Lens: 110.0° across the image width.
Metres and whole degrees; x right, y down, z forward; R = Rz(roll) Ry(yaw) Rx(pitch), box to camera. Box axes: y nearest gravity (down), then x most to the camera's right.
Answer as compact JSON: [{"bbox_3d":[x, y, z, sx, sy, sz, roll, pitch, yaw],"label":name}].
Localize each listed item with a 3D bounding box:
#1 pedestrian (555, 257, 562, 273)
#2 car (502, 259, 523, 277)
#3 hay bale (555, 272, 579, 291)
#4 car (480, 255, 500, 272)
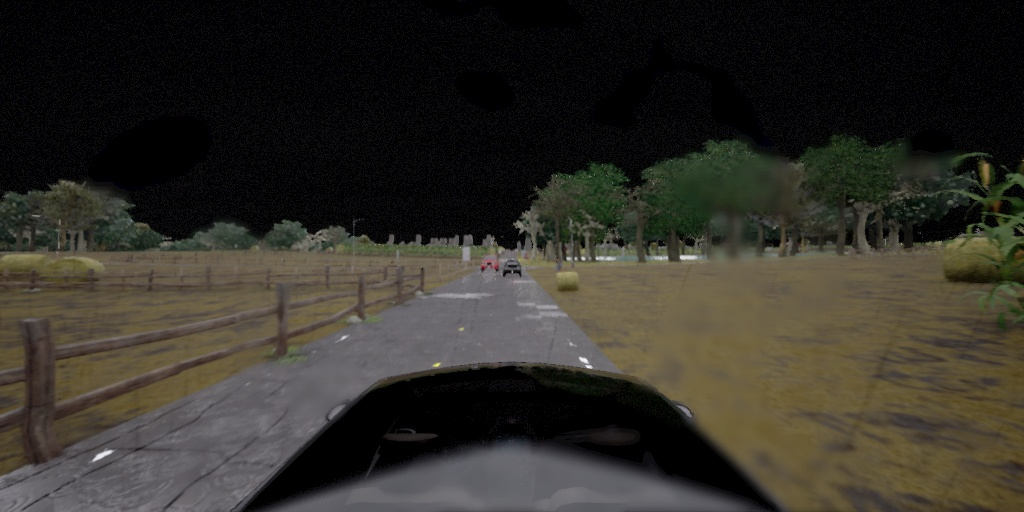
[{"bbox_3d":[2.814,0.993,21.519,0.375,1.860,0.375,1,-1,-5],"label":"pedestrian"},{"bbox_3d":[0.043,1.216,35.620,1.837,1.490,4.892,0,0,0],"label":"car"},{"bbox_3d":[3.121,1.390,20.389,1.220,1.180,1.240,0,0,0],"label":"hay bale"},{"bbox_3d":[-2.761,0.896,45.899,2.150,2.045,5.566,0,0,0],"label":"car"}]
